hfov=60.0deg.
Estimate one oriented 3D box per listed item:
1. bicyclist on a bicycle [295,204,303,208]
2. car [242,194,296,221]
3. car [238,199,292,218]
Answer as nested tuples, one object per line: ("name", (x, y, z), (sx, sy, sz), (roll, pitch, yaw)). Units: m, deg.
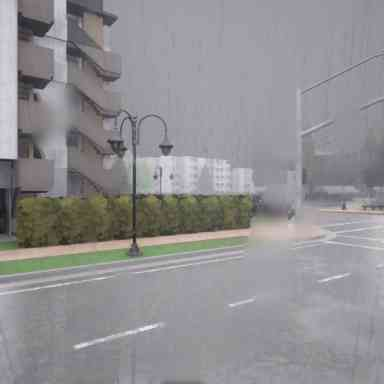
("bicyclist on a bicycle", (13.385, 1.301, 41.654), (1.656, 1.620, 0.582), (0, 0, -39))
("car", (5.740, 1.221, 27.303), (2.150, 2.045, 5.566), (0, 0, -38))
("car", (6.845, 1.478, 31.621), (1.882, 1.535, 5.008), (0, 0, -37))
